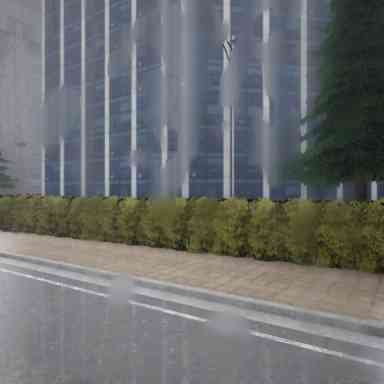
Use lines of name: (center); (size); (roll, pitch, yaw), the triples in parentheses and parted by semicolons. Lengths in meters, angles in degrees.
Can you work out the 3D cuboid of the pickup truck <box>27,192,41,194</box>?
pickup truck: (-33.617, 1.059, 72.137); (6.274, 2.098, 2.390); (0, 0, -26)
